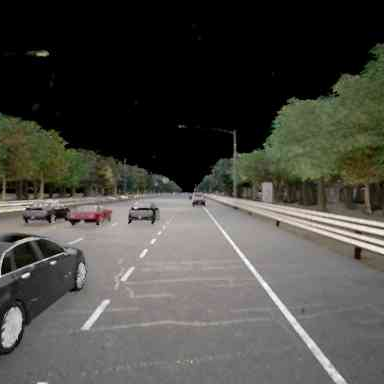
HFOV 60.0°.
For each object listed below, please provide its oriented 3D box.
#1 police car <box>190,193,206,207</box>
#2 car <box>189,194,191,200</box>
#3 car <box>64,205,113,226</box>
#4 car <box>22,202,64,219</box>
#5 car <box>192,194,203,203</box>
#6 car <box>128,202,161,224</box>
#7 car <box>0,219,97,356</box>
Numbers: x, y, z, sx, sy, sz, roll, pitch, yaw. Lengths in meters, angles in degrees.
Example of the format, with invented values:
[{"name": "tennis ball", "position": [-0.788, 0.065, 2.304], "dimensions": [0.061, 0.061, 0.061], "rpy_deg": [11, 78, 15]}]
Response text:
[{"name": "police car", "position": [1.051, 1.367, 49.633], "dimensions": [1.930, 1.638, 5.238], "rpy_deg": [0, 0, 0]}, {"name": "car", "position": [1.055, 1.160, 59.542], "dimensions": [2.150, 2.045, 5.566], "rpy_deg": [0, 0, 0]}, {"name": "car", "position": [-6.899, 1.572, 23.135], "dimensions": [1.895, 1.301, 4.718], "rpy_deg": [0, 0, 0]}, {"name": "car", "position": [-10.401, 1.461, 24.168], "dimensions": [2.128, 1.511, 4.902], "rpy_deg": [0, 0, 0]}, {"name": "car", "position": [1.061, 1.286, 65.474], "dimensions": [2.097, 1.767, 4.553], "rpy_deg": [0, 0, 0]}, {"name": "car", "position": [-3.400, 1.461, 24.237], "dimensions": [2.128, 1.511, 4.902], "rpy_deg": [0, 0, 0]}, {"name": "car", "position": [-3.397, 1.497, 6.003], "dimensions": [1.837, 1.490, 4.892], "rpy_deg": [0, 0, 0]}]
